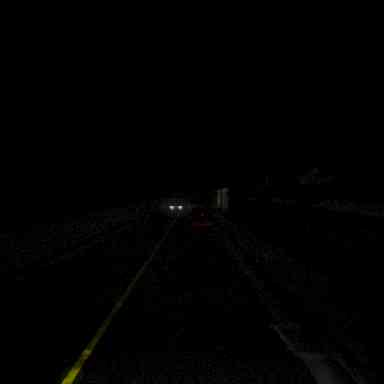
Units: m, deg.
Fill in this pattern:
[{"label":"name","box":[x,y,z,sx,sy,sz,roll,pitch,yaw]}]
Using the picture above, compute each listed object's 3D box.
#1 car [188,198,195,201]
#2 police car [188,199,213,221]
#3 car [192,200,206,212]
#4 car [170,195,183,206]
[{"label":"car","box":[0.873,1.705,40.007,2.097,1.767,4.553,0,0,0]},{"label":"police car","box":[0.880,1.708,30.147,1.930,1.638,5.238,0,0,0]},{"label":"car","box":[0.869,1.898,46.036,1.837,1.490,4.892,0,0,0]},{"label":"car","box":[-3.051,1.708,65.623,2.150,2.045,5.566,0,0,0]}]
